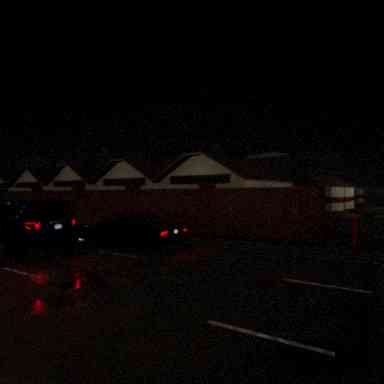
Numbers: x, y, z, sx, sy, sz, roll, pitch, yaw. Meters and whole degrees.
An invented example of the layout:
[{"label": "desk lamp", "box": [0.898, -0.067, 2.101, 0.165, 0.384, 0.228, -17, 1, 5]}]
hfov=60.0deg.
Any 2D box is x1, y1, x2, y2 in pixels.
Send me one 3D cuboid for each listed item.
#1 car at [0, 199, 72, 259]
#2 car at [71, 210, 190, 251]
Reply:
[{"label": "car", "box": [-6.807, 1.287, 13.100, 5.566, 2.045, 2.150, 0, 0, 36]}, {"label": "car", "box": [-2.658, 1.598, 14.416, 5.357, 1.411, 2.033, 0, 0, 36]}]
